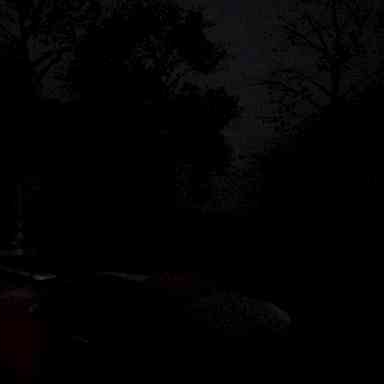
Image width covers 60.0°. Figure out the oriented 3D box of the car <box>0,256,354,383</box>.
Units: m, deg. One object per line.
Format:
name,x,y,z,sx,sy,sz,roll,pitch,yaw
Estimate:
car,-0.708,1.522,3.883,4.674,1.442,1.812,0,0,36
